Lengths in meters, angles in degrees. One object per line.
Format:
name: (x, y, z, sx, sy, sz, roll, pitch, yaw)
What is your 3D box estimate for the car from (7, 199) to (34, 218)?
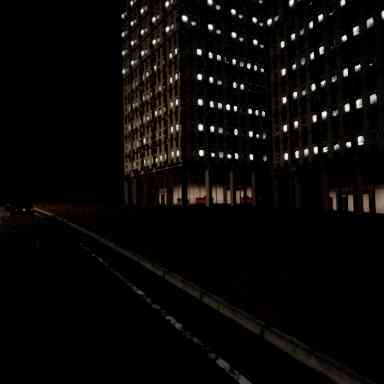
car: (-16.003, 1.615, 31.352, 2.033, 1.411, 5.357, 0, 0, -30)

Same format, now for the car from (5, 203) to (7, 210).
car: (-22.994, 1.651, 42.975, 2.033, 1.411, 5.357, 0, 0, -32)

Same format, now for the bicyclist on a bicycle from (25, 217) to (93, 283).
bicyclist on a bicycle: (-3.372, 1.459, 8.482, 1.656, 1.620, 0.582, -2, 1, -27)
